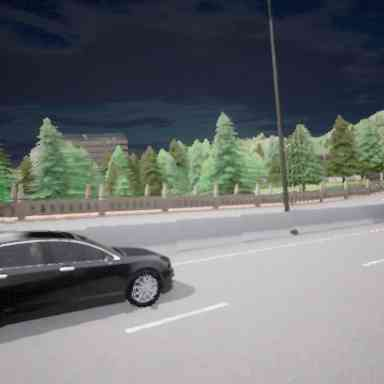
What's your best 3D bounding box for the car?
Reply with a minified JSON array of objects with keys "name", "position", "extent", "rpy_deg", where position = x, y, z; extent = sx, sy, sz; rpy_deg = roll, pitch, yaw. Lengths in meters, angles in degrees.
[{"name":"car","position":[-2.609,1.482,6.185],"extent":[4.892,1.490,1.837],"rpy_deg":[0,0,-36]}]
